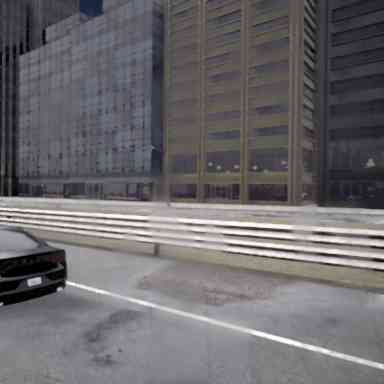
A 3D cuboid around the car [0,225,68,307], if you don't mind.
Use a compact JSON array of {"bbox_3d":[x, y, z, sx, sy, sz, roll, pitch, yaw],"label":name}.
[{"bbox_3d":[-4.869,1.472,7.469,5.008,1.535,1.882,0,0,36],"label":"car"}]
